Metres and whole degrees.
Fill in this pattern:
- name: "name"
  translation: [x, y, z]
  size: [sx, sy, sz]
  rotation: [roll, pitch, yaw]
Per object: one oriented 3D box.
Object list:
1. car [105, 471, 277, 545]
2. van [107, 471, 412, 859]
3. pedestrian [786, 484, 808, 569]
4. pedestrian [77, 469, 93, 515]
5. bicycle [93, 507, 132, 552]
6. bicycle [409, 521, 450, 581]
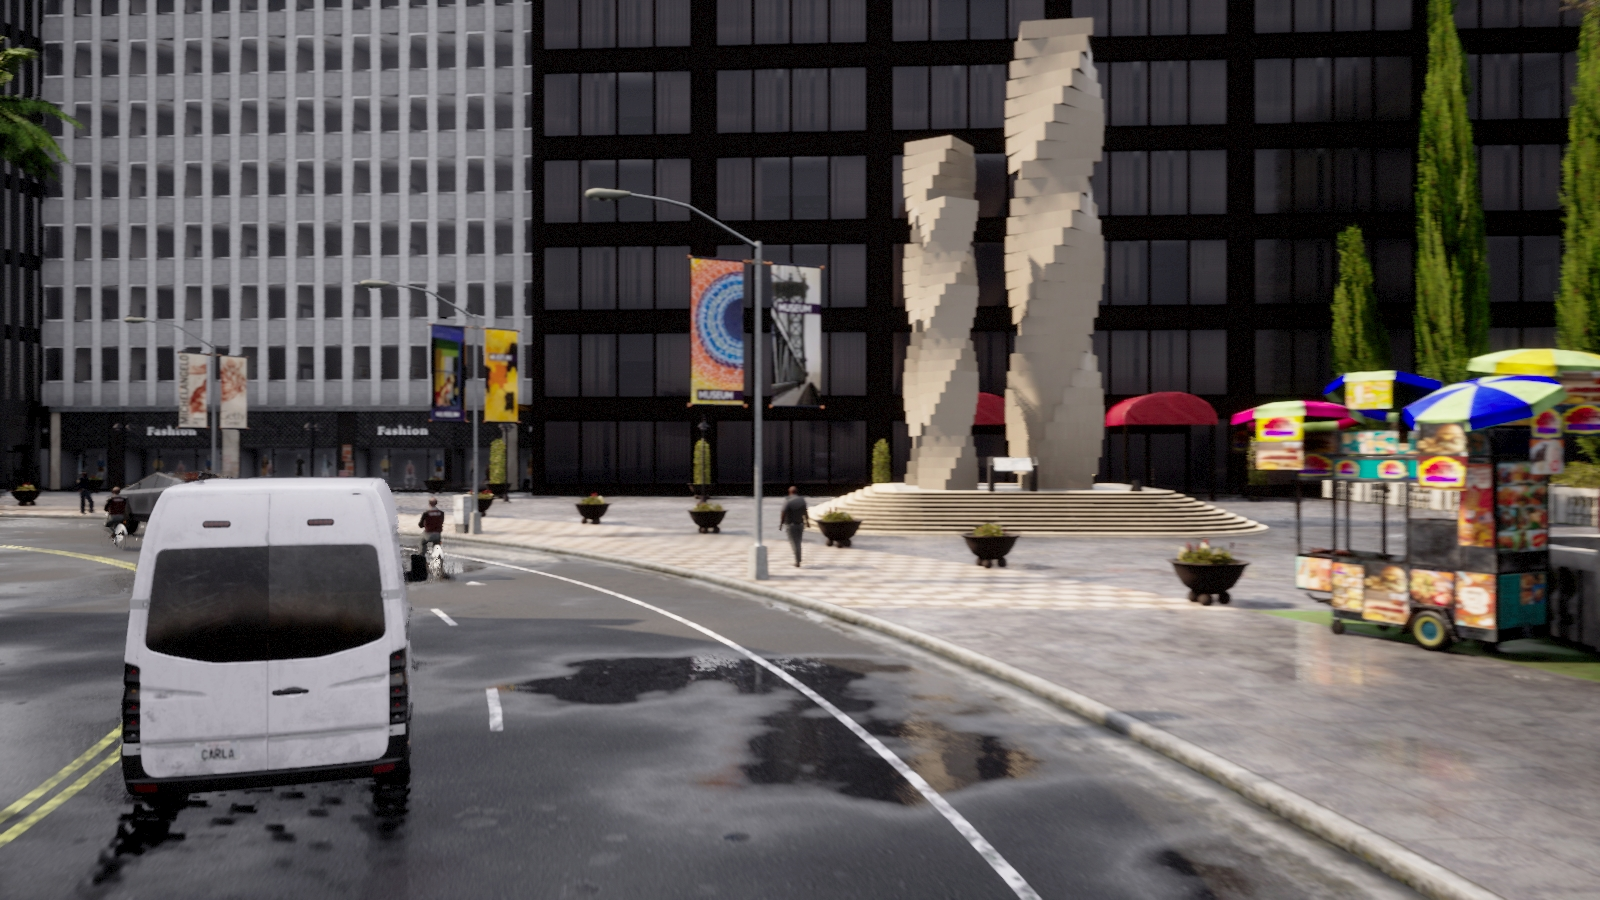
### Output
- name: "car"
  translation: [-19.706, 1.767, 36.821]
  size: [6.274, 2.098, 2.390]
  rotation: [0, 0, 36]
- name: "van"
  translation: [-4.791, 1.537, 10.996]
  size: [1.988, 2.561, 5.915]
  rotation: [0, 0, -19]
- name: "pedestrian"
  translation: [-0.066, 1.695, 25.486]
  size: [0.375, 1.860, 0.375]
  rotation: [0, 0, -24]
- name: "pedestrian"
  translation: [-29.298, 1.718, 46.811]
  size: [0.375, 1.860, 0.375]
  rotation: [0, 0, 20]
- name: "bicycle"
  translation: [-19.403, 2.223, 32.225]
  size: [1.835, 1.171, 0.329]
  rotation: [0, 1, 39]
- name: "bicycle"
  translation: [-8.195, 2.215, 25.223]
  size: [0.329, 1.171, 1.835]
  rotation: [-1, 1, -35]
